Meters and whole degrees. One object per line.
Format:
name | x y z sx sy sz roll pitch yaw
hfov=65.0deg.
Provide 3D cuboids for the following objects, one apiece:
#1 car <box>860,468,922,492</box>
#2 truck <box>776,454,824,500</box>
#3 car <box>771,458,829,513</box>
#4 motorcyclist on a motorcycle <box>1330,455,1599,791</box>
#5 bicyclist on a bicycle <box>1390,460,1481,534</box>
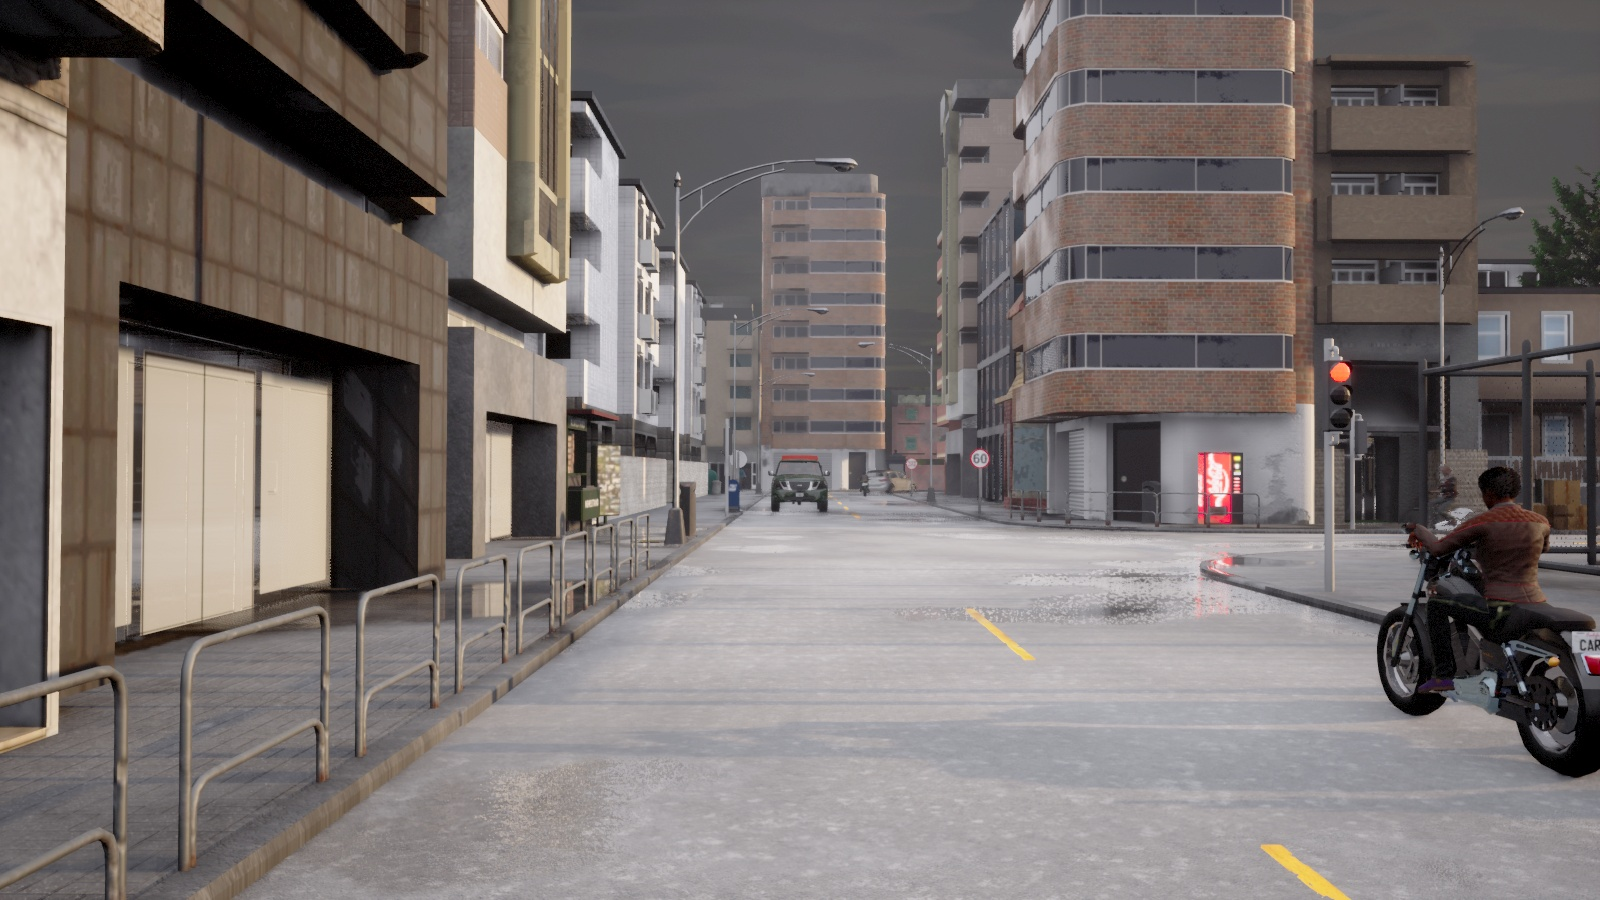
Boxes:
car | 6.474 2.126 89.111 2.242 1.667 4.611 -1 -1 37
truck | -0.009 1.526 71.529 2.627 2.467 5.204 0 -1 0
car | -0.029 1.368 49.796 2.150 2.045 5.566 0 -1 -1
motorcyclist on a motorcycle | 3.999 0.872 7.367 0.766 1.649 2.350 0 -1 0
bicyclist on a bicycle | 15.307 1.131 30.271 1.843 1.776 0.659 0 -1 0
